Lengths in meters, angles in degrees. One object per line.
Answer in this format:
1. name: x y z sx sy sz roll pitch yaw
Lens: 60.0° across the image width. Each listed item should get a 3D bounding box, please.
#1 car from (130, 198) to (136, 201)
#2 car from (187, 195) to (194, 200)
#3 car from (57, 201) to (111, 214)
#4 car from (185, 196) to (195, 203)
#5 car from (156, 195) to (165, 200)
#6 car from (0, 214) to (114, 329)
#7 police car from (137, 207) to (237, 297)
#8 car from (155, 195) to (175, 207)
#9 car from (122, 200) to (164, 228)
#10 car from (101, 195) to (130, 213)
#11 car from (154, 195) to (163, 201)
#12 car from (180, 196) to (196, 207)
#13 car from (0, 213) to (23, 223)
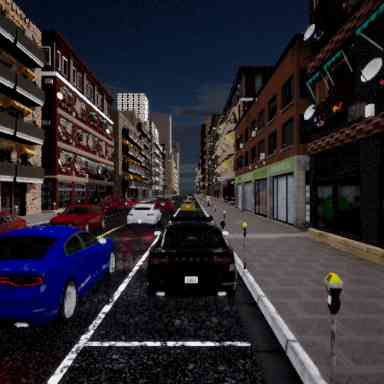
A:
1. car: -8.834 1.439 42.793 1.967 1.590 4.097 0 0 0
2. car: -0.452 1.513 93.685 1.752 1.417 4.829 0 0 0
3. car: -6.246 1.478 18.592 1.882 1.535 5.008 0 0 0
4. car: -0.453 1.545 70.970 2.008 1.369 4.403 0 0 0
5. car: -8.834 1.539 93.519 2.008 1.369 4.403 0 0 0
6. car: -3.047 1.478 7.188 1.882 1.535 5.008 0 0 0
7. police car: -0.011 1.425 8.759 1.930 1.638 5.238 0 0 0
8. car: -3.047 1.351 37.031 2.097 1.767 4.553 0 0 0
9. car: -3.148 1.526 22.341 1.812 1.442 4.674 0 0 0
10. car: -8.833 1.314 37.157 2.192 1.841 5.009 0 0 0
11. car: -8.834 1.541 87.882 2.008 1.369 4.403 0 0 0
12. car: -0.454 1.525 37.323 1.752 1.417 4.829 0 0 0
13. car: -8.835 1.583 14.612 1.802 1.307 4.206 0 0 0
